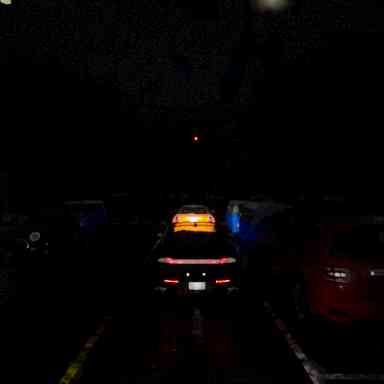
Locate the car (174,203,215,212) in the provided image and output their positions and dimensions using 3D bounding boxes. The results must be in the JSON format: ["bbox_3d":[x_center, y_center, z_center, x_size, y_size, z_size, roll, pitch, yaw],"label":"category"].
[{"bbox_3d":[0.120,1.351,17.520,2.097,1.767,4.553,0,0,1],"label":"car"}]

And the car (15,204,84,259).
[{"bbox_3d":[-5.776,1.439,12.376,1.967,1.590,4.097,0,0,0],"label":"car"}]

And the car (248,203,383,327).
[{"bbox_3d":[2.755,1.314,6.948,2.192,1.841,5.009,0,0,0],"label":"car"}]

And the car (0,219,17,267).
[{"bbox_3d":[-5.770,1.524,6.769,1.752,1.417,4.829,0,0,0],"label":"car"}]

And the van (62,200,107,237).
[{"bbox_3d":[-5.783,1.340,17.814,1.690,1.788,3.998,0,0,0],"label":"van"}]

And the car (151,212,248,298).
[{"bbox_3d":[0.094,1.491,8.470,2.128,1.511,4.902,0,0,0],"label":"car"}]

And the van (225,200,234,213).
[{"bbox_3d":[2.743,1.340,17.823,1.690,1.788,3.998,0,0,0],"label":"van"}]

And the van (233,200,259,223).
[{"bbox_3d":[2.749,1.340,12.385,1.690,1.788,3.998,0,0,0],"label":"van"}]

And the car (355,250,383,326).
[{"bbox_3d":[2.761,1.440,1.510,1.967,1.590,4.097,0,0,0],"label":"car"}]
